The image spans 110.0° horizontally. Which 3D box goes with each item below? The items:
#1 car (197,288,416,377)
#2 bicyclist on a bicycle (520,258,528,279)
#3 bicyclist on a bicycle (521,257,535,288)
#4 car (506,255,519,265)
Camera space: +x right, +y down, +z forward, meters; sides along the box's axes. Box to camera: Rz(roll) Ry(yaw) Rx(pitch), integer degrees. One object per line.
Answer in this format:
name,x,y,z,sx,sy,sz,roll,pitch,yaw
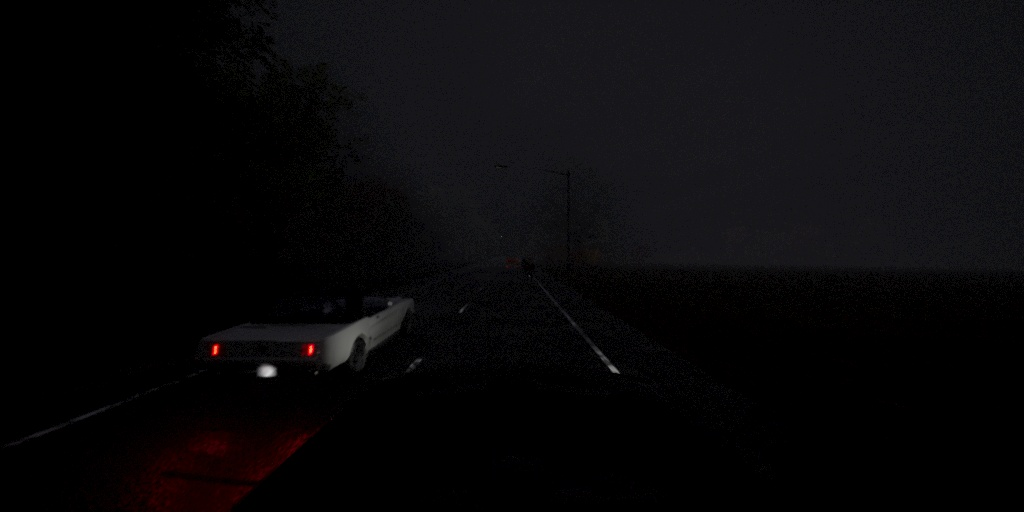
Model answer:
car,-3.401,1.299,7.202,1.895,1.301,4.718,0,1,0
bicyclist on a bicycle,0.967,0.952,28.504,0.582,1.620,1.656,0,0,0
bicyclist on a bicycle,0.967,0.950,19.929,0.659,1.776,1.843,0,1,0
car,0.067,0.553,60.542,2.097,1.767,4.553,0,1,0
